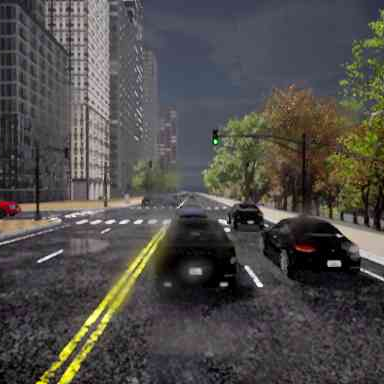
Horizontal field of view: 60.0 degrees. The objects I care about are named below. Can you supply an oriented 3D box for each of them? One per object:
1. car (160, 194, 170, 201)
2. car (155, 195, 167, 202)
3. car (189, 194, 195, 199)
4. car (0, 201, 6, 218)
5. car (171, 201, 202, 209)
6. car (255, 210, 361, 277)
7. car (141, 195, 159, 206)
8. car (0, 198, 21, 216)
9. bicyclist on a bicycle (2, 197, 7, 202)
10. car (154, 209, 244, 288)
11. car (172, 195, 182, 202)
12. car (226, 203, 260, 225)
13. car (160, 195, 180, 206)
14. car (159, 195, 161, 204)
[{"bbox_3d":[-6.536,1.338,81.344,2.033,1.411,5.357,0,0,0],"label":"car"},{"bbox_3d":[-6.533,1.362,70.808,2.033,1.411,5.357,0,0,0],"label":"car"},{"bbox_3d":[-0.043,1.314,92.866,2.033,1.411,5.357,0,0,0],"label":"car"},{"bbox_3d":[-19.309,1.811,29.376,4.181,1.385,1.994,-1,1,0],"label":"car"},{"bbox_3d":[-0.089,1.496,20.299,2.033,1.411,5.357,0,0,-3],"label":"car"},{"bbox_3d":[3.331,1.500,10.076,1.812,1.442,4.674,0,0,0],"label":"car"},{"bbox_3d":[-6.612,1.377,50.890,1.837,1.490,4.892,0,0,0],"label":"car"},{"bbox_3d":[-19.847,1.441,32.625,5.566,2.045,2.150,-1,1,0],"label":"car"},{"bbox_3d":[-24.669,1.475,43.500,0.582,1.620,1.656,-1,1,0],"label":"bicyclist on a bicycle"},{"bbox_3d":[0.090,1.454,9.234,1.882,1.535,5.008,0,0,0],"label":"car"},{"bbox_3d":[-3.283,1.357,72.722,2.033,1.411,5.357,0,0,0],"label":"car"},{"bbox_3d":[3.328,1.451,21.189,1.837,1.490,4.892,0,0,0],"label":"car"},{"bbox_3d":[-3.361,1.416,52.231,2.033,1.411,5.357,0,0,0],"label":"car"},{"bbox_3d":[-6.596,1.340,60.309,2.128,1.511,4.902,0,0,0],"label":"car"}]
